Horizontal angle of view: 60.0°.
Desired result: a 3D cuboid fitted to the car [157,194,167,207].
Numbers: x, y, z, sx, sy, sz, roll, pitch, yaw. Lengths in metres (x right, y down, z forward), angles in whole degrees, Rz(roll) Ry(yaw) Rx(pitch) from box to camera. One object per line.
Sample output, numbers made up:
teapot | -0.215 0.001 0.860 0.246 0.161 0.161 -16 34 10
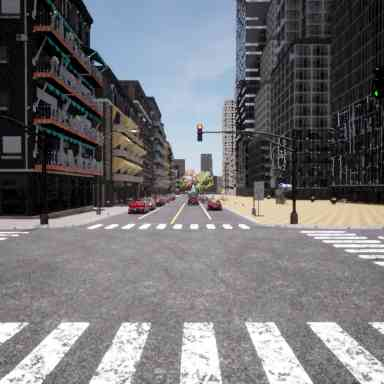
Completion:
car | -5.614 1.312 52.358 2.192 1.841 5.009 -1 0 0

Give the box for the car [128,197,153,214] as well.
car | -5.640 1.540 35.411 1.887 1.381 4.507 -1 0 0

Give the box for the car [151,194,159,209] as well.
car | -5.632 1.436 41.060 1.967 1.590 4.097 -1 0 0

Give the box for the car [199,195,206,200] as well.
car | 2.804 1.534 92.114 1.752 1.417 4.829 -1 0 0

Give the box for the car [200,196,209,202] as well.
car | 2.775 1.548 74.997 1.887 1.381 4.507 -1 0 0

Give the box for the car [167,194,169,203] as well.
car | -5.603 1.439 58.006 1.967 1.590 4.097 -1 0 0

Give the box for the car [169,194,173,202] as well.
car | -5.582 1.583 69.305 1.802 1.307 4.206 -1 0 0

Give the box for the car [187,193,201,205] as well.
car | 0.199 1.476 57.811 1.882 1.535 5.008 0 0 0

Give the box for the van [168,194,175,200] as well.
van | -5.546 1.350 91.899 1.690 1.788 3.998 -1 0 0

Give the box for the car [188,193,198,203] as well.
car | 0.235 1.223 70.047 2.150 2.045 5.566 0 0 0

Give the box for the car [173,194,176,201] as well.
car | -5.556 1.322 86.252 2.192 1.841 5.009 -1 0 0

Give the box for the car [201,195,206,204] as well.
car | 2.756 1.551 63.698 2.008 1.369 4.403 -1 0 0

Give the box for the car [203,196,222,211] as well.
car | 2.717 1.540 41.103 1.887 1.381 4.507 -1 0 0
